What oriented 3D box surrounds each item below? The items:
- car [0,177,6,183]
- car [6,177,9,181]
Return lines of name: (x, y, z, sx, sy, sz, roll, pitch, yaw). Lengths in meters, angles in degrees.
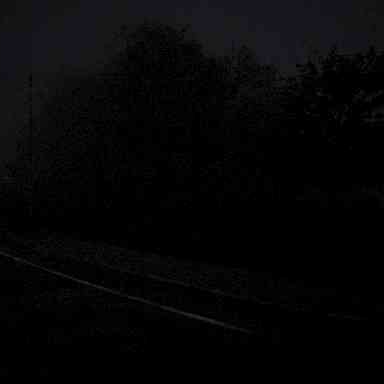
car: (-42.937, -2.715, 72.203, 1.812, 1.442, 4.674, 0, 3, -9)
car: (-44.481, -3.339, 82.357, 2.128, 1.511, 4.902, 0, 3, -5)
